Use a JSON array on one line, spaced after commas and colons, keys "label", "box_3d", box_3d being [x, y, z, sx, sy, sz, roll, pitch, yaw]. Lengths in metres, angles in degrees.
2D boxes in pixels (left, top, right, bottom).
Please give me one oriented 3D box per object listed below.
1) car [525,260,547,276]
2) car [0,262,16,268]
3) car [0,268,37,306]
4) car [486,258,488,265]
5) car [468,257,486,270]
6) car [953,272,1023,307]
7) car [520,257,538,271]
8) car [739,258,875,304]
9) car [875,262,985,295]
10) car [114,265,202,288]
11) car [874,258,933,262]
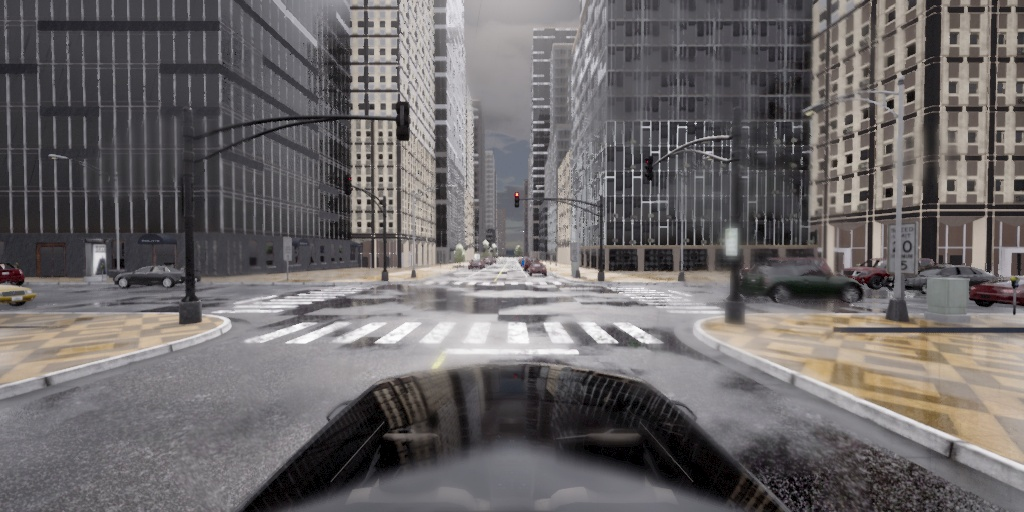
[{"label": "car", "box_3d": [2.553, 1.313, 36.000, 1.802, 1.307, 4.207, 0, 0, 0]}, {"label": "car", "box_3d": [-32.553, 1.074, 21.705, 4.097, 1.591, 1.967, 0, 0, 0]}, {"label": "car", "box_3d": [-21.253, 1.299, 13.656, 4.829, 1.417, 1.751, 0, 0, 0]}, {"label": "car", "box_3d": [-5.281, 1.298, 58.079, 1.802, 1.307, 4.207, 0, 0, 0]}, {"label": "car", "box_3d": [-5.284, 1.160, 52.554, 1.967, 1.591, 4.097, 0, 0, 0]}, {"label": "car", "box_3d": [20.188, 1.416, 13.725, 4.207, 1.307, 1.802, 0, 0, 0]}, {"label": "car", "box_3d": [2.581, 1.039, 47.050, 2.192, 1.841, 5.009, 0, 0, 0]}, {"label": "car", "box_3d": [13.059, 1.137, 16.284, 4.553, 1.767, 2.097, 0, 1, -1]}, {"label": "car", "box_3d": [22.856, 1.258, 19.262, 4.892, 1.490, 1.837, 0, 1, 0]}, {"label": "car", "box_3d": [-21.437, 1.201, 21.794, 4.403, 1.370, 2.007, 0, 0, 0]}, {"label": "car", "box_3d": [22.905, 1.029, 21.868, 5.009, 1.841, 2.192, 0, 0, 0]}]
